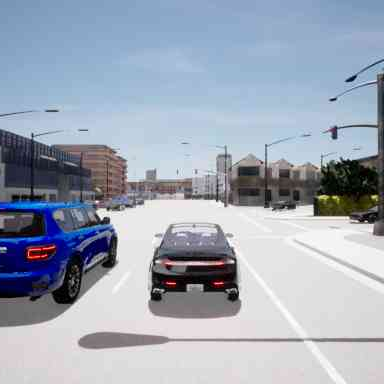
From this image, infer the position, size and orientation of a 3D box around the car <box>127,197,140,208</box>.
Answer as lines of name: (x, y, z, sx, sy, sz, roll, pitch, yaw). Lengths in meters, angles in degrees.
car: (-10.673, 1.974, 56.455, 2.033, 1.411, 5.357, 0, 0, 0)

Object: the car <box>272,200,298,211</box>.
car: (13.285, 1.946, 47.423, 4.892, 1.490, 1.837, 1, -1, -45)

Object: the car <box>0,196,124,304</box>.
car: (-3.446, 1.239, 8.320, 2.150, 2.045, 5.566, 0, 0, 0)

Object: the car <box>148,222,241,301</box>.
car: (0.055, 1.506, 8.365, 2.128, 1.511, 4.902, 0, 0, 0)

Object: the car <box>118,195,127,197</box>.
car: (-14.119, 1.589, 66.250, 2.150, 2.045, 5.566, 0, 0, 0)

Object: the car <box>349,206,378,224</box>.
car: (15.061, 1.686, 25.499, 5.357, 1.411, 2.033, 0, -1, 0)

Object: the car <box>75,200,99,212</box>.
car: (-14.179, 1.873, 45.366, 1.837, 1.490, 4.892, 0, -1, -1)

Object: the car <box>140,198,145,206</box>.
car: (-10.624, 1.857, 66.195, 2.128, 1.511, 4.902, 0, 1, 0)

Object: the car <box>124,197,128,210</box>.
car: (-10.670, 1.884, 46.719, 1.837, 1.490, 4.892, 0, 0, 0)
